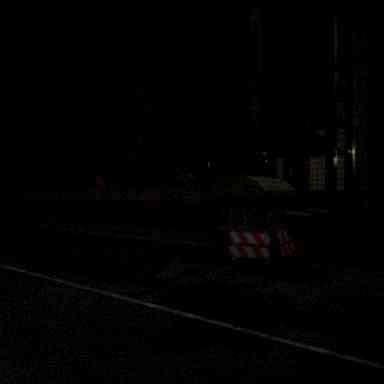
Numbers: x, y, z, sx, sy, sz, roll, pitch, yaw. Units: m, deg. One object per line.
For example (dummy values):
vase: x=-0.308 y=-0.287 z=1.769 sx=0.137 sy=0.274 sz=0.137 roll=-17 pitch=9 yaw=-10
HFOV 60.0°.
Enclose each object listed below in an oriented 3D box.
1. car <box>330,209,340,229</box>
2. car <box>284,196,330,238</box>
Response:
car: x=6.252 y=1.165 z=19.087 sx=3.866 sy=1.878 sz=1.905 roll=0 pitch=0 yaw=36
car: x=4.531 y=1.165 z=16.701 sx=3.866 sy=1.878 sz=1.905 roll=0 pitch=0 yaw=36
